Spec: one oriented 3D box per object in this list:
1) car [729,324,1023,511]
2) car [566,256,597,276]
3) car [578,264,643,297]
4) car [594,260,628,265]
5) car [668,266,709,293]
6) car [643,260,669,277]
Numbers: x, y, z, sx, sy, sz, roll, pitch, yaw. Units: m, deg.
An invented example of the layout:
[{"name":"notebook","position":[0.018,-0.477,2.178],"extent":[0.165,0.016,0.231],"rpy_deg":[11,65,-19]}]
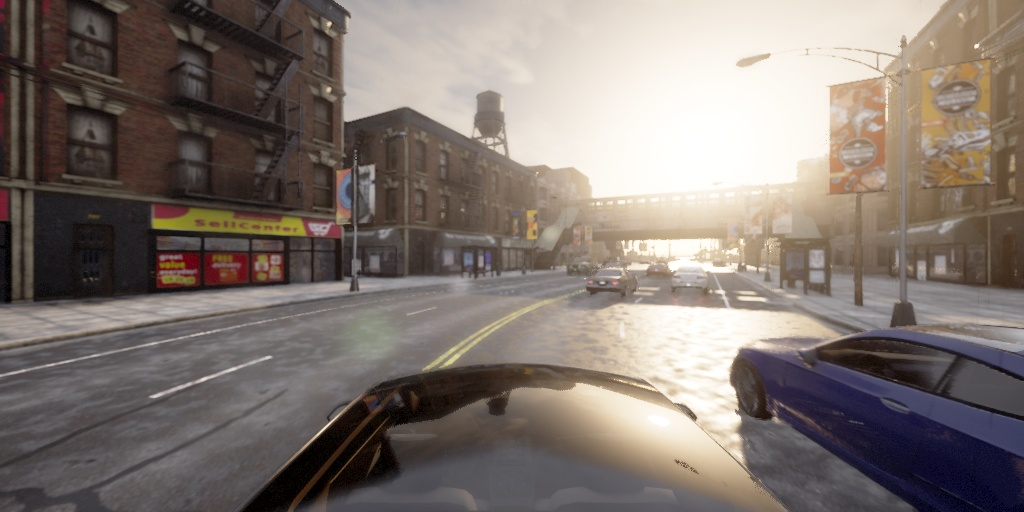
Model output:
[{"name":"car","position":[3.736,1.283,2.888],"extent":[1.812,1.442,4.674],"rpy_deg":[0,0,3]},{"name":"car","position":[7.639,1.040,38.407],"extent":[2.150,2.045,5.566],"rpy_deg":[0,0,28]},{"name":"car","position":[5.512,1.332,19.343],"extent":[2.033,1.411,5.357],"rpy_deg":[0,0,28]},{"name":"car","position":[10.182,1.364,35.759],"extent":[2.033,1.411,5.357],"rpy_deg":[0,0,28]},{"name":"car","position":[10.665,1.321,21.451],"extent":[1.812,1.442,4.674],"rpy_deg":[0,0,28]},{"name":"car","position":[15.306,1.389,37.460],"extent":[1.994,1.385,4.181],"rpy_deg":[0,0,28]}]
